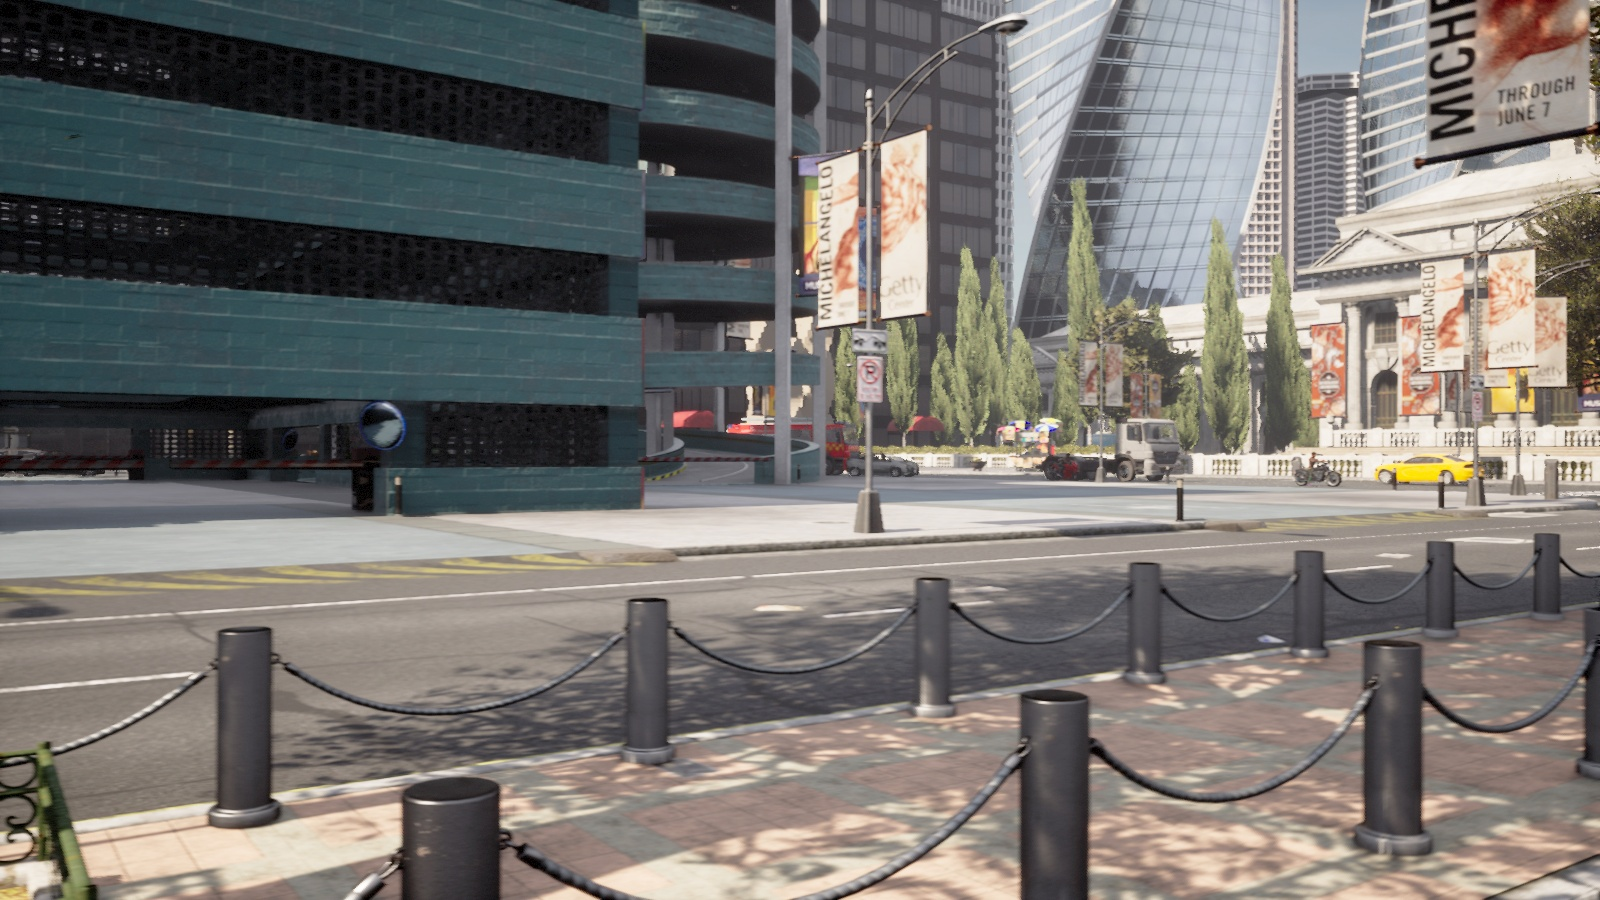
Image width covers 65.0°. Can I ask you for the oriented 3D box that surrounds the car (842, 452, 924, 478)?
[{"bbox_3d":[4.983,0.865,75.521,4.514,1.525,2.007,0,0,33],"label":"car"}]

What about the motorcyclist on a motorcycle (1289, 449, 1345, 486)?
[{"bbox_3d":[23.904,0.785,58.074,0.766,1.649,2.350,0,0,-35],"label":"motorcyclist on a motorcycle"}]

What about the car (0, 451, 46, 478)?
[{"bbox_3d":[-49.573,0.885,77.900,4.611,1.667,2.242,0,0,-35],"label":"car"}]

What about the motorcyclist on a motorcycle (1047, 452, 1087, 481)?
[{"bbox_3d":[14.052,0.858,66.110,0.797,1.523,2.044,0,0,-36],"label":"motorcyclist on a motorcycle"}]

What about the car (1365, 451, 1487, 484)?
[{"bbox_3d":[30.366,0.806,61.038,1.882,1.535,5.008,0,0,-35],"label":"car"}]

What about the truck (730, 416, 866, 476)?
[{"bbox_3d":[-0.147,-0.219,82.412,8.468,3.827,2.891,0,0,19],"label":"truck"}]

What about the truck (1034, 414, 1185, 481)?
[{"bbox_3d":[16.709,-0.106,68.442,2.891,3.462,7.936,0,0,-37],"label":"truck"}]

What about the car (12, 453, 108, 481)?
[{"bbox_3d":[-41.605,0.953,70.661,4.514,1.525,2.007,0,0,-35],"label":"car"}]
